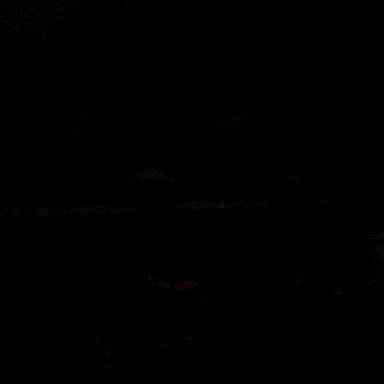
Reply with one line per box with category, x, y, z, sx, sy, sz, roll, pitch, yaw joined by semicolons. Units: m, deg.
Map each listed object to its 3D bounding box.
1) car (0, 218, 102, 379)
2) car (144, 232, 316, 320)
car;-3.615;1.315;3.979;5.009;1.841;2.192;0;0;-35
car;1.015;1.582;7.273;4.206;1.307;1.802;0;0;-35
